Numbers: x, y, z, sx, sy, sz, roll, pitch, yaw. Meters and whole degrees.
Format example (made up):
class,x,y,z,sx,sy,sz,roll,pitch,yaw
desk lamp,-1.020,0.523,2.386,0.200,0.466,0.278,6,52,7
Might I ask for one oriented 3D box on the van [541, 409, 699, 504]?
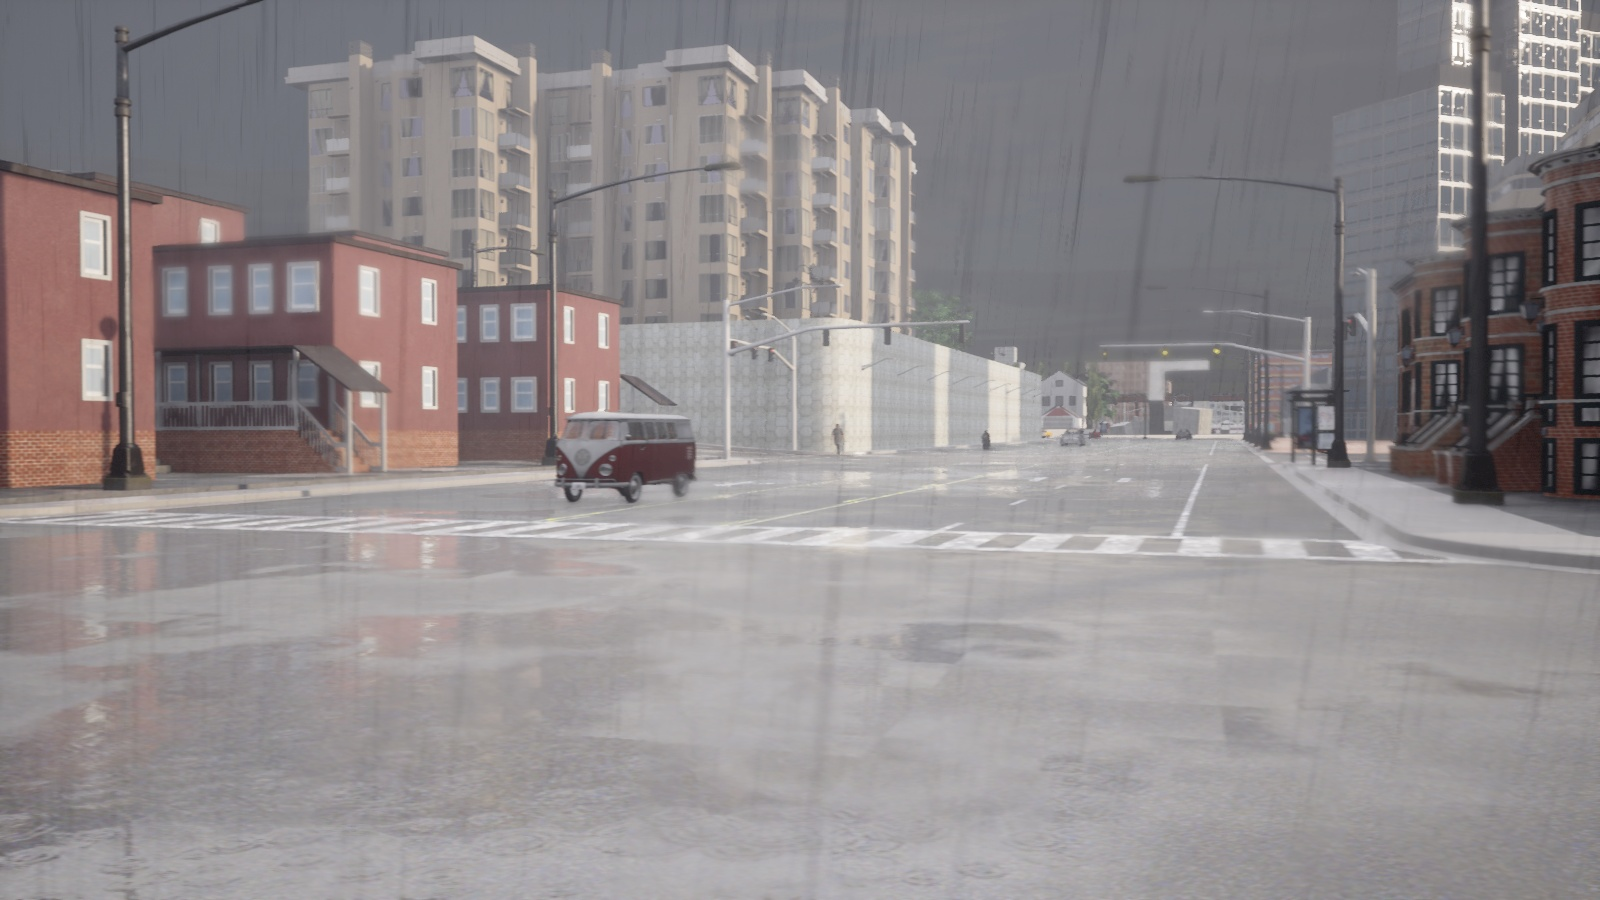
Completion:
class,x,y,z,sx,sy,sz,roll,pitch,yaw
van,-4.003,0.104,28.742,1.775,1.987,4.442,1,1,19

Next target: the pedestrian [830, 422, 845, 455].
class,x,y,z,sx,sy,sz,roll,pitch,yaw
pedestrian,2.222,-0.672,75.157,0.659,1.952,0.873,1,1,19
